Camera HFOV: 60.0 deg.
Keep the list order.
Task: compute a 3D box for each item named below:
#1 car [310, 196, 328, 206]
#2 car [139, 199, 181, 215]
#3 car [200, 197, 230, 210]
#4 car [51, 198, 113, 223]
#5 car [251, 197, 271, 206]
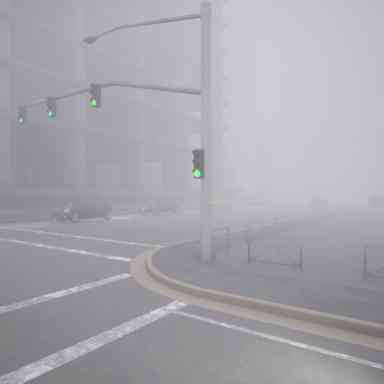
[{"bbox_3d":[20.602,1.422,53.819,1.882,1.535,5.008,0,0,35],"label":"car"},{"bbox_3d":[-3.078,1.436,32.843,2.128,1.511,4.902,0,0,35],"label":"car"},{"bbox_3d":[2.932,1.422,41.316,1.882,1.535,5.008,0,0,36],"label":"car"},{"bbox_3d":[-8.343,1.296,25.419,2.097,1.767,4.553,0,0,36],"label":"car"},{"bbox_3d":[11.002,1.470,52.578,1.812,1.442,4.674,0,0,36],"label":"car"}]
